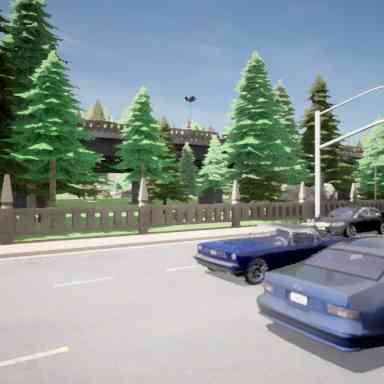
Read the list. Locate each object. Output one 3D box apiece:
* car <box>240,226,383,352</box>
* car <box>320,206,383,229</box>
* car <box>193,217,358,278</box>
[{"bbox_3d":[3.650,1.549,6.013,5.357,1.411,2.033,0,0,-31],"label":"car"},{"bbox_3d":[8.366,1.496,17.359,4.902,1.511,2.128,0,0,-32],"label":"car"},{"bbox_3d":[2.420,1.602,9.556,4.718,1.301,1.895,0,0,-32],"label":"car"}]
